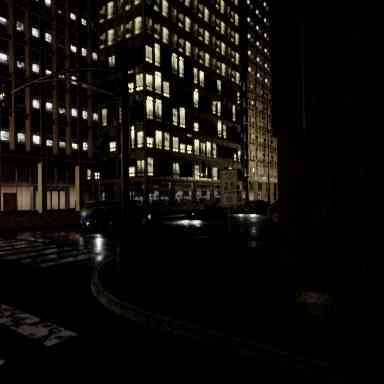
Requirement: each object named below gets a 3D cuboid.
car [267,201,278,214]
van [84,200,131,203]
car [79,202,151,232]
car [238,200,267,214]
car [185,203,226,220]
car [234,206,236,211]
[{"bbox_3d":[10.333,1.523,36.239,1.882,1.535,5.008,-1,-1,36],"label":"car"},{"bbox_3d":[-5.966,1.460,23.481,1.690,1.788,3.998,-2,-1,36],"label":"van"},{"bbox_3d":[-4.623,1.571,20.946,1.837,1.490,4.892,-1,-1,33],"label":"car"},{"bbox_3d":[7.132,1.631,37.240,1.812,1.442,4.674,-1,-1,36],"label":"car"},{"bbox_3d":[1.236,1.649,29.051,1.994,1.385,4.181,-1,-1,36],"label":"car"},{"bbox_3d":[6.891,1.689,41.374,1.752,1.417,4.829,-2,-1,36],"label":"car"}]
